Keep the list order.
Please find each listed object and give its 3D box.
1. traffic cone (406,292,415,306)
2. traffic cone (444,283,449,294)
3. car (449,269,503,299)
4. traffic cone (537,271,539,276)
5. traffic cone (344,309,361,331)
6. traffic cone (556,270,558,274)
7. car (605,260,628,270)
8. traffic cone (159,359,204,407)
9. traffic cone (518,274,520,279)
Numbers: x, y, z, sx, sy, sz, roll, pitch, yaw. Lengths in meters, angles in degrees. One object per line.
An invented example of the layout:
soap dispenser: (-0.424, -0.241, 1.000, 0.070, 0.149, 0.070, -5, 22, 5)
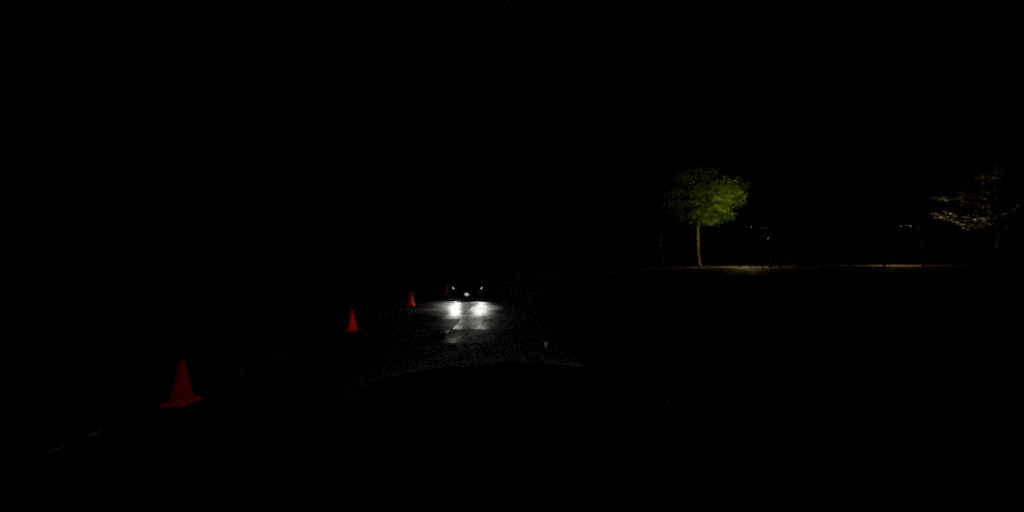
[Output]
traffic cone: (-4.245, 1.799, 15.114, 0.340, 0.580, 0.340, 0, 0, 4)
traffic cone: (-3.641, 1.830, 20.283, 0.340, 0.580, 0.340, 0, 0, 9)
car: (-1.737, 1.411, 19.228, 2.033, 1.411, 5.357, 0, 0, 8)
traffic cone: (2.936, 1.933, 39.936, 0.340, 0.580, 0.340, 0, 0, 28)
traffic cone: (-4.423, 1.764, 9.933, 0.340, 0.580, 0.340, 0, 0, 0)
traffic cone: (5.564, 1.950, 44.426, 0.340, 0.580, 0.340, 0, 0, 33)
car: (16.280, 1.367, 55.599, 4.181, 1.385, 1.994, 0, -1, -43)
traffic cone: (-4.563, 1.730, 4.962, 0.340, 0.580, 0.340, 0, 0, -1)
traffic cone: (0.687, 1.912, 35.243, 0.340, 0.580, 0.340, 0, 0, 23)
